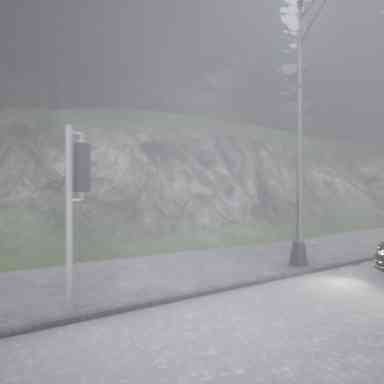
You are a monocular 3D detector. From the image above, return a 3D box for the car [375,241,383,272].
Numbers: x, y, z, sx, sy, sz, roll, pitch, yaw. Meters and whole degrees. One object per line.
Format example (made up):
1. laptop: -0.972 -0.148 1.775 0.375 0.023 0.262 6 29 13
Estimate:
1. car: 6.934 1.431 9.034 4.892 1.490 1.837 0 1 -33
